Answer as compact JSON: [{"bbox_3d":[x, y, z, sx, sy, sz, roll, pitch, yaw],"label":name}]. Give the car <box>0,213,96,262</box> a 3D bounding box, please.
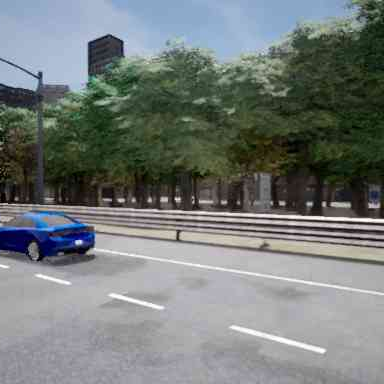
[{"bbox_3d":[-5.679,1.497,12.210,5.008,1.535,1.882,0,0,35],"label":"car"}]
